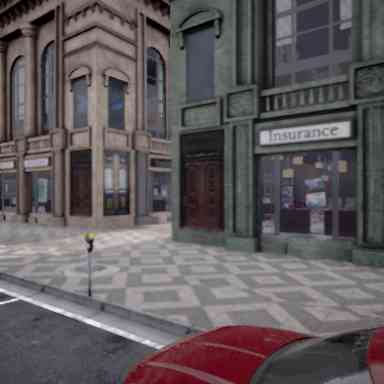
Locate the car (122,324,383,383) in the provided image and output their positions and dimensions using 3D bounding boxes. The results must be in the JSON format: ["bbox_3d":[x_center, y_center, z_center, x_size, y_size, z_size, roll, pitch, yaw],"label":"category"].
[{"bbox_3d":[1.479,1.545,1.913,4.507,1.381,1.887,0,0,36],"label":"car"}]
